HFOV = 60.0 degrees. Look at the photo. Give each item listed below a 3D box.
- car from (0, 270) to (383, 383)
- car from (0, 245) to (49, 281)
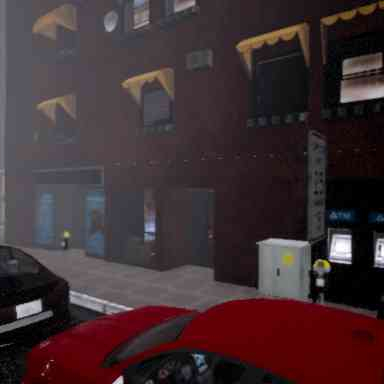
[{"bbox_3d":[0.469,1.554,2.525,4.507,1.381,1.887,0,0,36],"label":"car"},{"bbox_3d":[-3.842,1.597,5.644,4.313,1.339,1.947,0,0,36],"label":"car"}]
